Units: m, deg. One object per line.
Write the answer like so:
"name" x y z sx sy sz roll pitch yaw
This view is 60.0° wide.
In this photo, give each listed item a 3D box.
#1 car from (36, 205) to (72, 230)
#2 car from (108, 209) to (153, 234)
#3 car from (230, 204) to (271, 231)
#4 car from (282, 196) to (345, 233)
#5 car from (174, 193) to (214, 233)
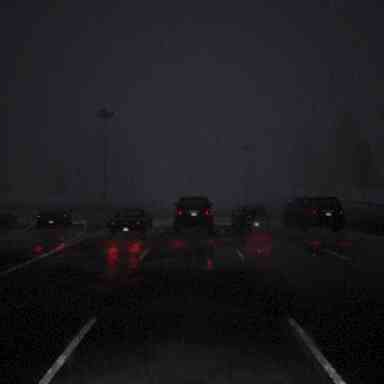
"car" -8.893 1.562 21.664 1.812 1.442 4.674 0 0 -16
"car" -3.400 1.634 19.290 1.895 1.301 4.718 0 0 0
"car" 3.601 1.541 20.894 1.837 1.490 4.892 0 0 0
"car" 7.101 1.256 19.965 2.150 2.045 5.566 0 0 0
"car" 0.101 1.255 19.917 2.150 2.045 5.566 0 0 0
